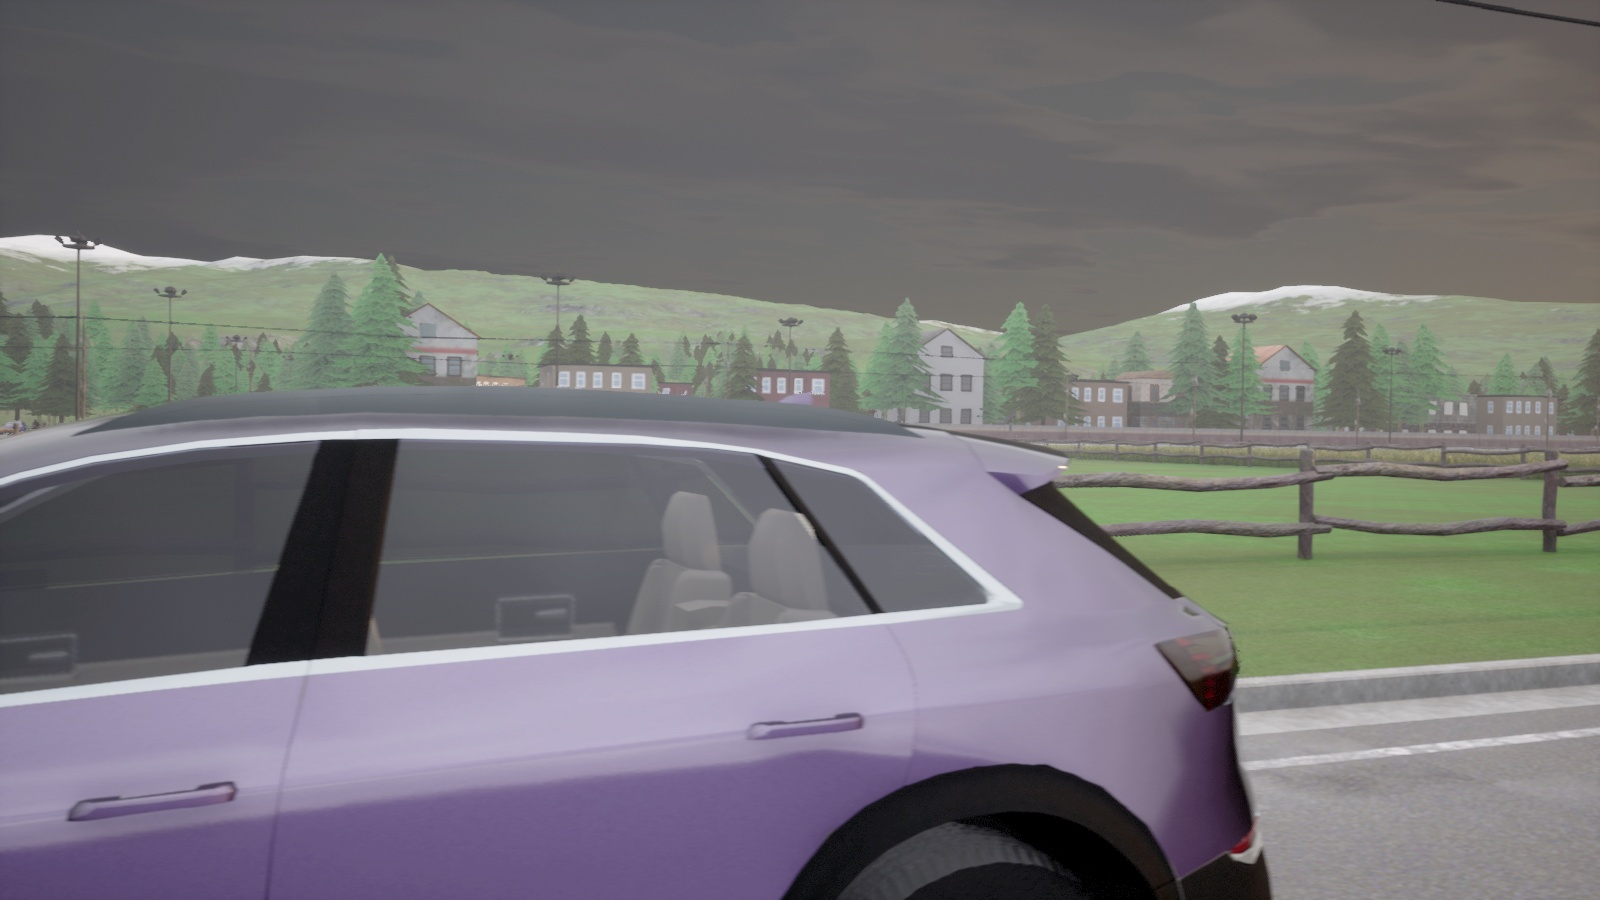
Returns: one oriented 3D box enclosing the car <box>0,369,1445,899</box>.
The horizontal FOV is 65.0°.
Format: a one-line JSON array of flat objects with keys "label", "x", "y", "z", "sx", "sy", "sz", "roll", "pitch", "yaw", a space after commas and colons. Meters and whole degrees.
[{"label": "car", "x": -1.258, "y": 0.698, "z": 2.761, "sx": 4.856, "sy": 1.649, "sz": 2.033, "roll": -1, "pitch": 1, "yaw": -21}]
